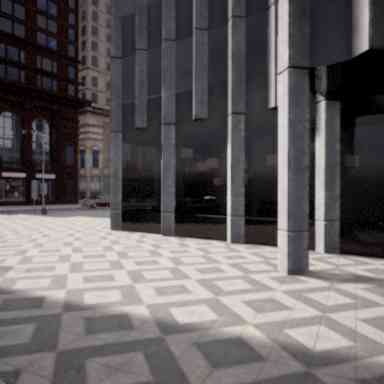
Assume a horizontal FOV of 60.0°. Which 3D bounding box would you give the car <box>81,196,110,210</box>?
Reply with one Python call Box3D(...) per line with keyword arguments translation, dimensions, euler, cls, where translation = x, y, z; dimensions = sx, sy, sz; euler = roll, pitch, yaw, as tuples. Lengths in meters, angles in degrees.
Box3D(translation=(-11.631, 1.234, 41.768), dimensions=(2.097, 1.767, 4.553), euler=(0, 0, 36), cls="car")
